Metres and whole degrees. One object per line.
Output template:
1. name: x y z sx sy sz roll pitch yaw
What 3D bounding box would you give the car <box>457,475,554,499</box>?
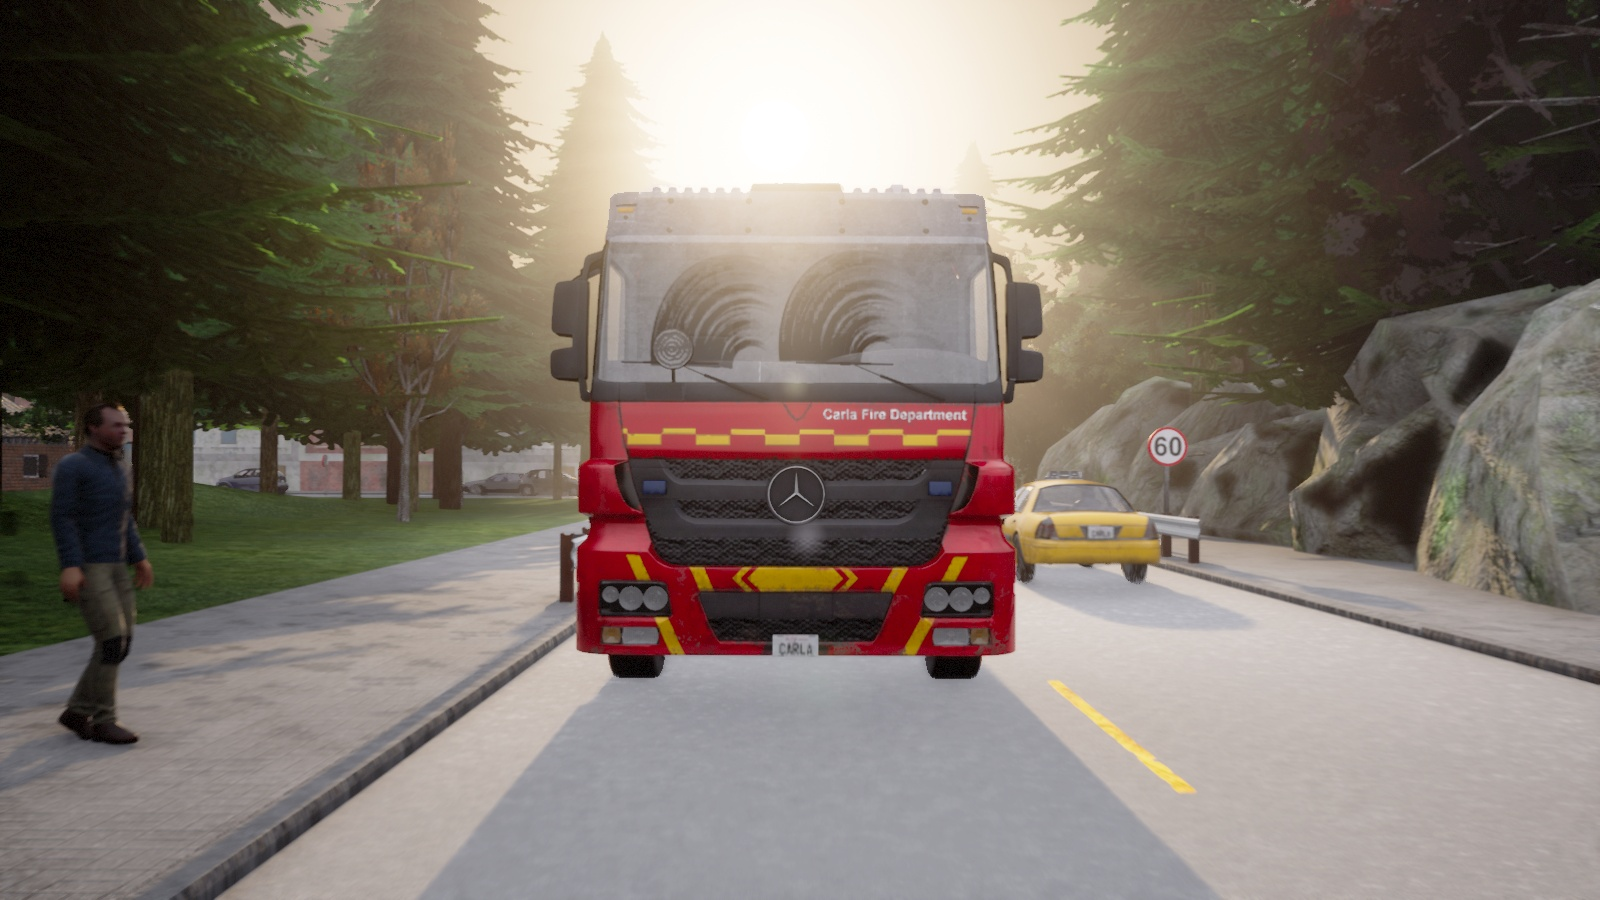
1. car: -17.663 2.196 75.484 5.357 1.411 2.033 0 -1 0

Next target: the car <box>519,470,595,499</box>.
1. car: -13.806 1.965 71.486 3.988 1.617 1.851 0 -1 0

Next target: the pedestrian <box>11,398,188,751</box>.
1. pedestrian: -3.768 0.653 6.782 0.726 1.842 0.402 0 -1 5

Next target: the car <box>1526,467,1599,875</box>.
1. car: 3.993 0.794 2.893 2.007 1.525 4.514 0 -1 0

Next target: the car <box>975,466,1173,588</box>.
1. car: 3.949 1.055 19.079 1.801 1.575 5.366 0 -1 0

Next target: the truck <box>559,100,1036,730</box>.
1. truck: -0.032 -0.151 11.879 2.891 3.827 8.468 0 -1 0

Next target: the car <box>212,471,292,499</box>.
1. car: -32.908 2.108 75.468 3.988 1.617 1.851 0 -1 0
